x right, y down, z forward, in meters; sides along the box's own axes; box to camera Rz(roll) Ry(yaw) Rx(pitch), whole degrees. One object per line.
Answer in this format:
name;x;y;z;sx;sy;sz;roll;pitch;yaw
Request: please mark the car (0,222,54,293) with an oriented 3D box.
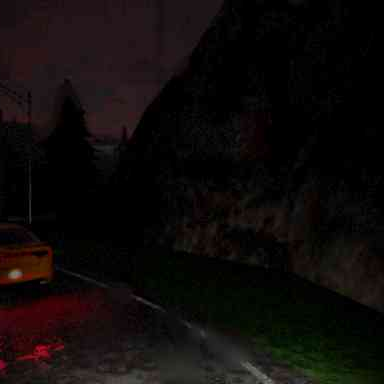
car;-5.214;1.523;8.558;1.882;1.535;5.008;0;0;-42
